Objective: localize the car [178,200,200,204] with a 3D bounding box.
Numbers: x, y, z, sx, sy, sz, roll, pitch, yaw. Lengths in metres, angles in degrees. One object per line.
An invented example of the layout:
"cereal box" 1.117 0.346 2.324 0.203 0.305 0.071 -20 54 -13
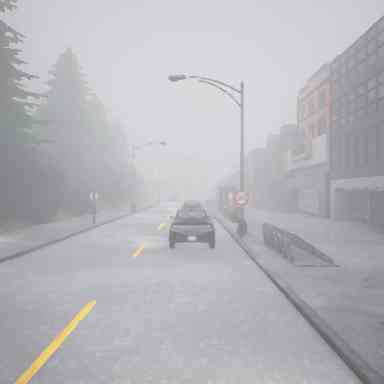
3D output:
"car" -0.001 1.522 29.650 1.837 1.490 4.892 0 0 0

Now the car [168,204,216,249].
"car" 0.000 1.498 14.650 2.128 1.511 4.902 0 0 0

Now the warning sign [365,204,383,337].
"warning sign" 3.350 1.115 4.650 1.300 1.860 1.060 0 0 0

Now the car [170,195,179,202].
"car" -4.003 1.500 75.927 2.128 1.511 4.902 0 0 0
